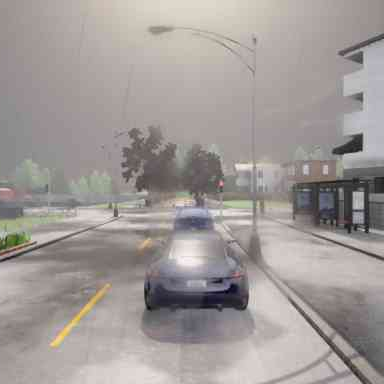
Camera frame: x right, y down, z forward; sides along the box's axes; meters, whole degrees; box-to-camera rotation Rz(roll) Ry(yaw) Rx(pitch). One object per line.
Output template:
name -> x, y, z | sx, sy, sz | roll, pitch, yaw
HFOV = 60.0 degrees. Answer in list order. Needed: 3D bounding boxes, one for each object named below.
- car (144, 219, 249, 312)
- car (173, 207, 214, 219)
car -> 0.089, 1.564, 7.787 | 1.994, 1.385, 4.181 | 0, 0, 0
car -> 0.079, 1.478, 16.769 | 1.882, 1.535, 5.008 | 0, 0, 0
